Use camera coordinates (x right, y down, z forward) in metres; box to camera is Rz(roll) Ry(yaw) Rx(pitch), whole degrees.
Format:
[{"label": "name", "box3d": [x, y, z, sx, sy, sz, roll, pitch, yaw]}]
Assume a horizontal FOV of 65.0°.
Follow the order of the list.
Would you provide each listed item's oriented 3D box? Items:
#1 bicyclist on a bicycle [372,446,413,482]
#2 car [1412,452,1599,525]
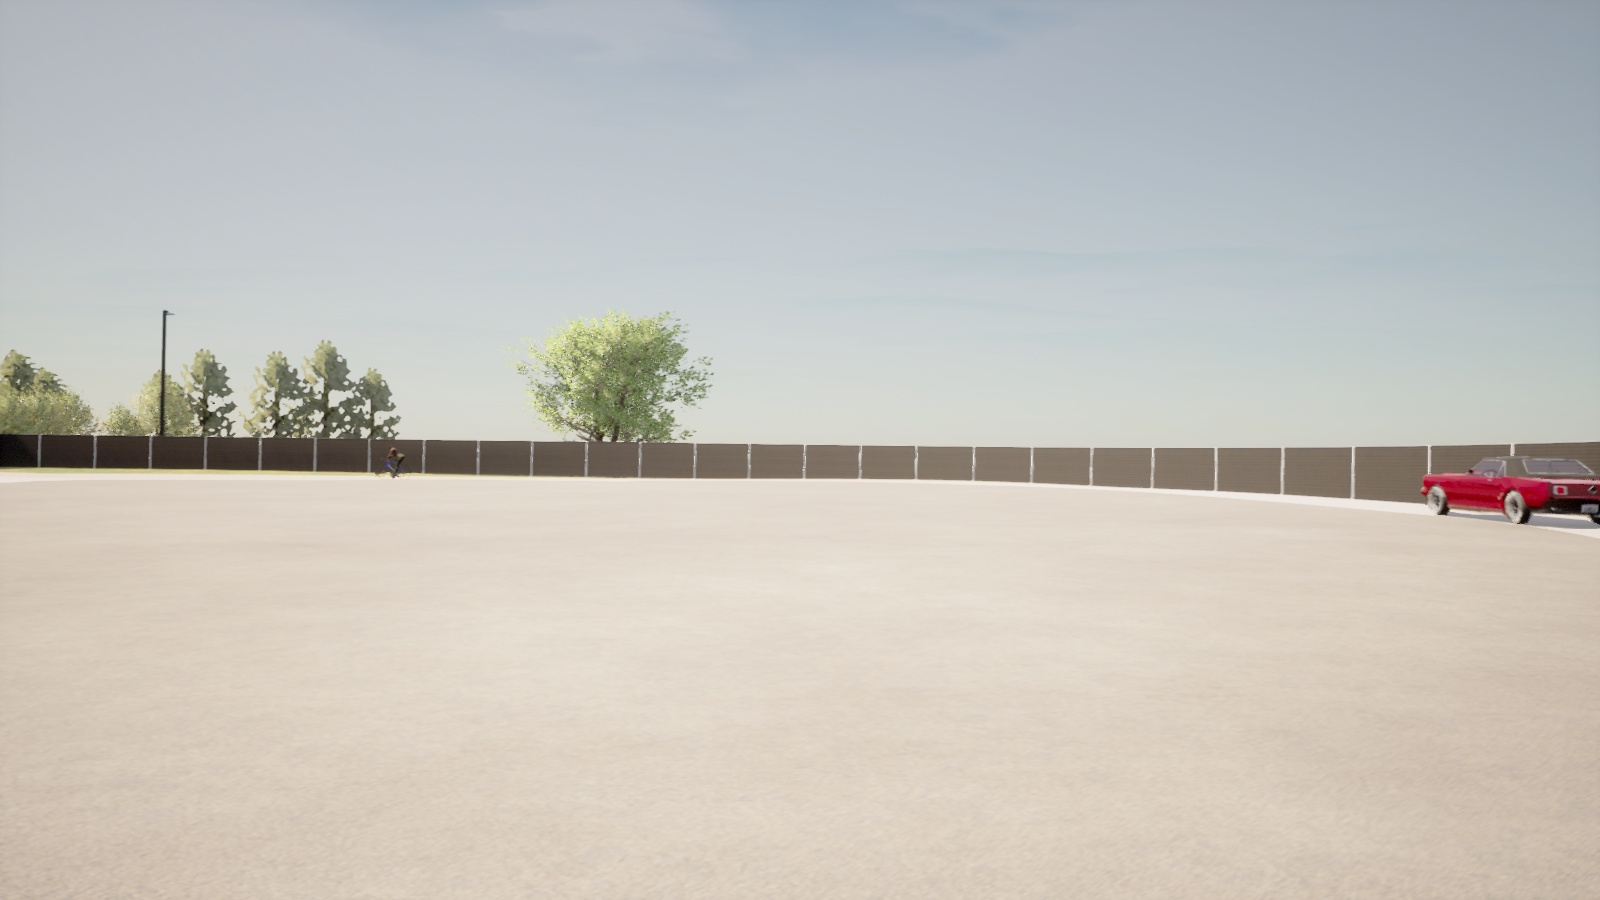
[{"label": "bicyclist on a bicycle", "box3d": [-18.535, 0.642, 57.116, 1.656, 1.620, 0.582, -1, -1, 8]}, {"label": "car", "box3d": [14.427, 0.708, 25.222, 1.895, 1.301, 4.718, 1, 0, -1]}]
